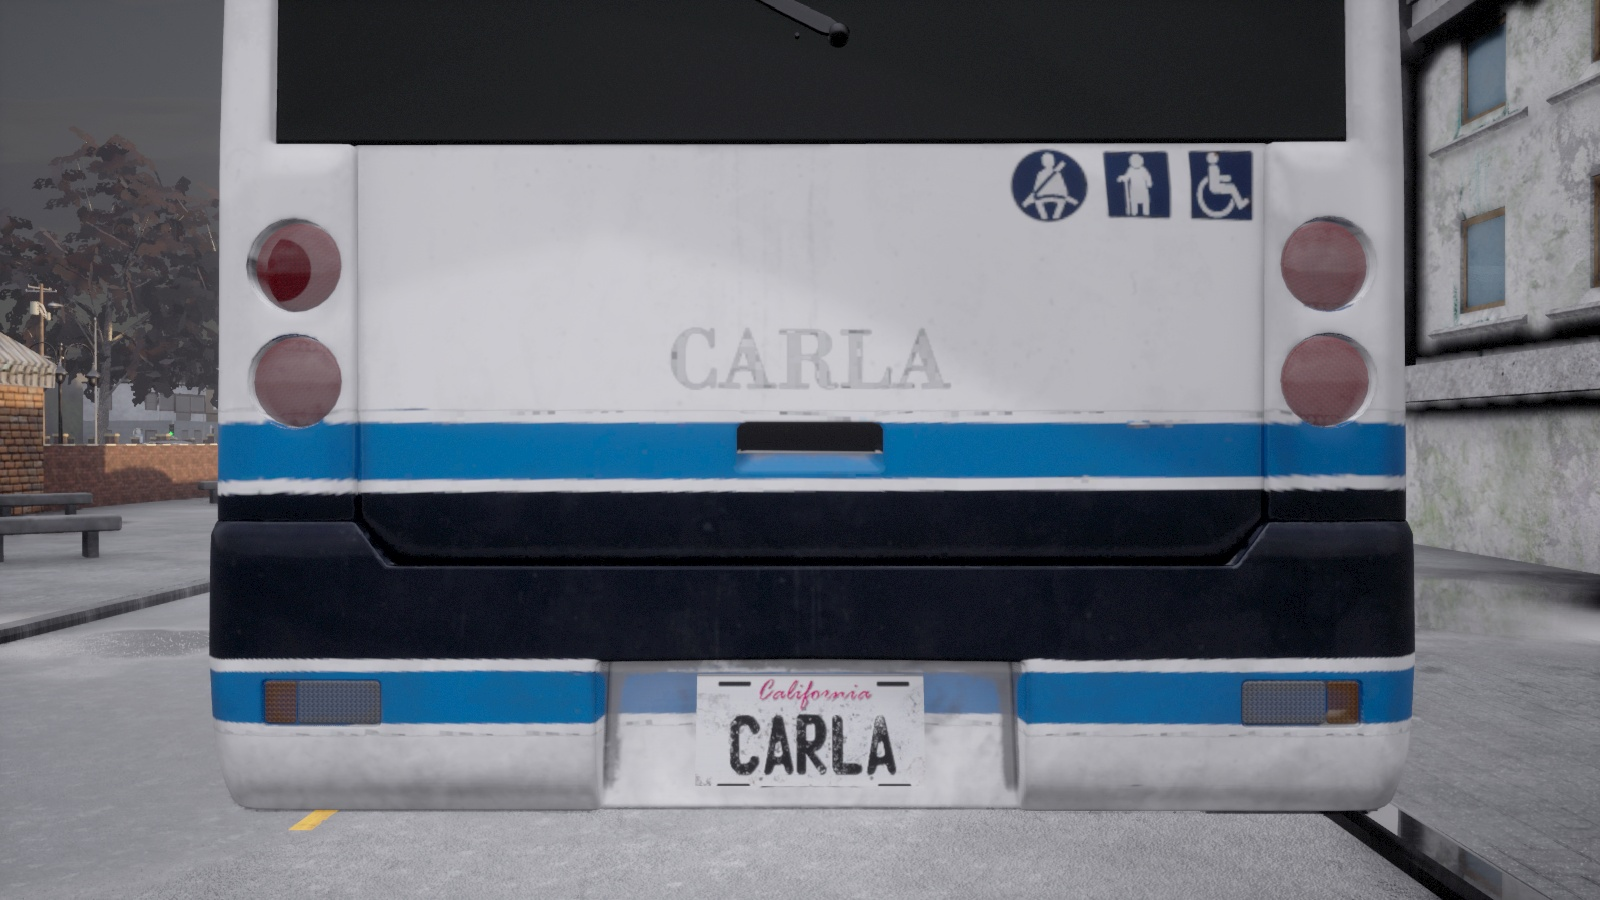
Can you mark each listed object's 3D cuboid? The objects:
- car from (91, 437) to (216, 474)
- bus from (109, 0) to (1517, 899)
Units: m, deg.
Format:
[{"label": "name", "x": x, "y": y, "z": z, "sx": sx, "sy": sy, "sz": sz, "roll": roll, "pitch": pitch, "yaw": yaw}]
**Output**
[{"label": "car", "x": -29.674, "y": 0.241, "z": 57.755, "sx": 4.611, "sy": 1.667, "sz": 2.242, "roll": 0, "pitch": 0, "yaw": -2}, {"label": "bus", "x": 0.062, "y": -0.679, "z": 8.658, "sx": 3.944, "sy": 4.253, "sz": 10.273, "roll": 0, "pitch": 0, "yaw": 0}]
